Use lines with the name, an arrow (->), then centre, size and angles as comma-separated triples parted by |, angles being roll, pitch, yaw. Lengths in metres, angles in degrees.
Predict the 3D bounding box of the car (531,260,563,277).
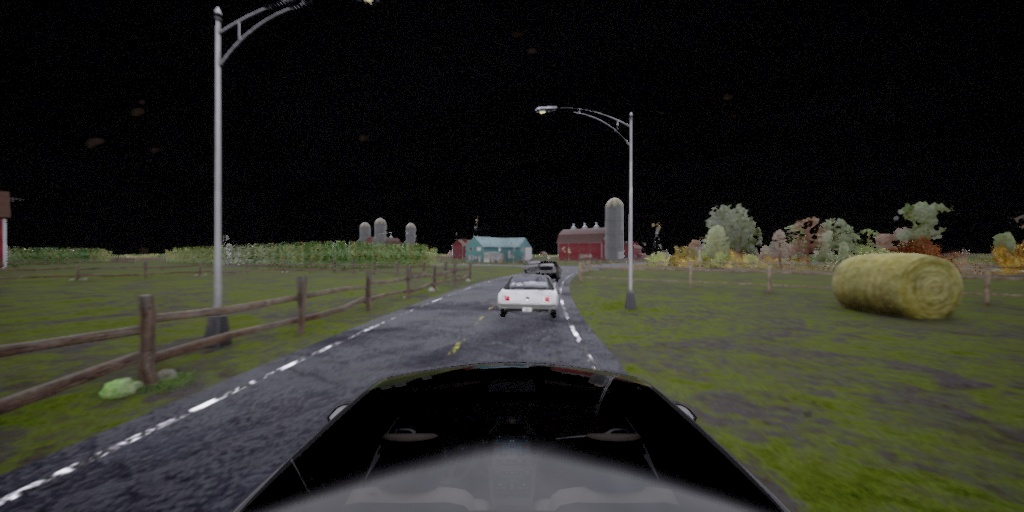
car -> 2.969, 1.204, 28.853 | 1.837, 1.490, 4.892 | 0, 0, 12

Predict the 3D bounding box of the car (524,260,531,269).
car -> 2.629, 1.182, 39.820 | 1.837, 1.490, 4.892 | 0, 0, 16

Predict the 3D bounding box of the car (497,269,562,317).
car -> 0.679, 1.326, 13.035 | 1.895, 1.301, 4.718 | 0, 0, 6
